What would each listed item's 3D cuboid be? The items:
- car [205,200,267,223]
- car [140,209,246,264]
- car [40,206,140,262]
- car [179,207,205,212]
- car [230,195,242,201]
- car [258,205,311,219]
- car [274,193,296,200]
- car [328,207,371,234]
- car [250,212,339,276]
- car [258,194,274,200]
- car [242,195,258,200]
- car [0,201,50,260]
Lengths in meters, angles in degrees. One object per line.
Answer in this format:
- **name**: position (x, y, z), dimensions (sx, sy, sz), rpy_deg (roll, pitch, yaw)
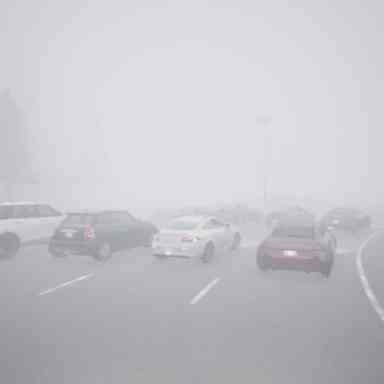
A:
- **car**: position (3.406, 1.599, 23.619), dimensions (2.128, 1.511, 4.902), rpy_deg (-1, 0, 39)
- **car**: position (0.282, 1.569, 12.030), dimensions (1.812, 1.442, 4.674), rpy_deg (-1, 0, 25)
- **car**: position (-3.170, 1.450, 12.907), dimensions (2.097, 1.767, 4.553), rpy_deg (-1, -1, 24)
- **car**: position (0.467, 1.770, 25.559), dimensions (1.895, 1.301, 4.718), rpy_deg (-1, 0, 39)
- **car**: position (9.946, 1.432, 69.563), dimensions (2.033, 1.411, 5.357), rpy_deg (-1, 1, 40)
- **car**: position (6.441, 1.568, 21.796), dimensions (1.812, 1.442, 4.674), rpy_deg (-1, 0, 40)
- **car**: position (17.993, 1.185, 62.871), dimensions (1.882, 1.535, 5.008), rpy_deg (-1, 1, 41)
- **car**: position (8.997, 1.547, 19.399), dimensions (1.994, 1.385, 4.181), rpy_deg (-1, 0, 40)
- **car**: position (3.379, 1.550, 10.406), dimensions (1.994, 1.385, 4.181), rpy_deg (-1, 0, 25)
- **car**: position (15.599, 1.111, 65.436), dimensions (2.097, 1.767, 4.553), rpy_deg (-1, 1, 40)
- **car**: position (12.696, 1.306, 67.401), dimensions (1.882, 1.535, 5.008), rpy_deg (-1, 1, 40)
- **car**: position (-6.808, 1.379, 13.437), dimensions (2.150, 2.045, 5.566), rpy_deg (-1, 0, 23)
